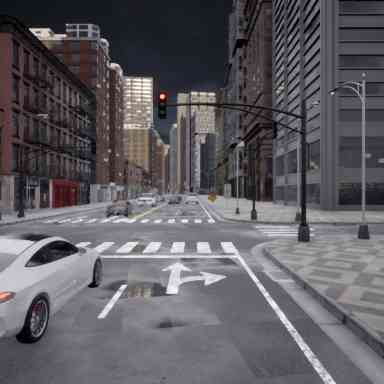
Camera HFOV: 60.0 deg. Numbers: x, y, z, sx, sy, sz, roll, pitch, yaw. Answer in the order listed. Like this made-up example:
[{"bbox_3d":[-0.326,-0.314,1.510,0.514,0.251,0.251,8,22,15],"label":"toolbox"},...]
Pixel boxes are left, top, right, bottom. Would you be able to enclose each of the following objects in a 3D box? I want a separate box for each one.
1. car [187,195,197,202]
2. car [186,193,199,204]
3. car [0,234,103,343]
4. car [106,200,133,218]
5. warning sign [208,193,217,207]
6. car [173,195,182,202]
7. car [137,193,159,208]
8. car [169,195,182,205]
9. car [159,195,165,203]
[{"bbox_3d":[0.005,1.385,72.843,2.033,1.411,5.357,0,0,0],"label":"car"},{"bbox_3d":[0.051,1.190,62.339,2.150,2.045,5.566,0,0,0],"label":"car"},{"bbox_3d":[-3.152,1.526,6.317,1.812,1.442,4.674,0,0,2],"label":"car"},{"bbox_3d":[-6.530,1.502,30.201,1.837,1.490,4.892,0,0,-2],"label":"car"},{"bbox_3d":[2.851,1.099,46.330,1.300,1.860,1.060,0,0,0],"label":"warning sign"},{"bbox_3d":[-3.236,1.461,73.716,1.837,1.490,4.892,0,0,0],"label":"car"},{"bbox_3d":[-6.595,1.204,48.754,2.150,2.045,5.566,0,0,0],"label":"car"},{"bbox_3d":[-3.146,1.518,59.199,2.033,1.411,5.357,0,0,0],"label":"car"},{"bbox_3d":[-6.502,1.458,67.318,2.128,1.511,4.902,0,0,0],"label":"car"}]
